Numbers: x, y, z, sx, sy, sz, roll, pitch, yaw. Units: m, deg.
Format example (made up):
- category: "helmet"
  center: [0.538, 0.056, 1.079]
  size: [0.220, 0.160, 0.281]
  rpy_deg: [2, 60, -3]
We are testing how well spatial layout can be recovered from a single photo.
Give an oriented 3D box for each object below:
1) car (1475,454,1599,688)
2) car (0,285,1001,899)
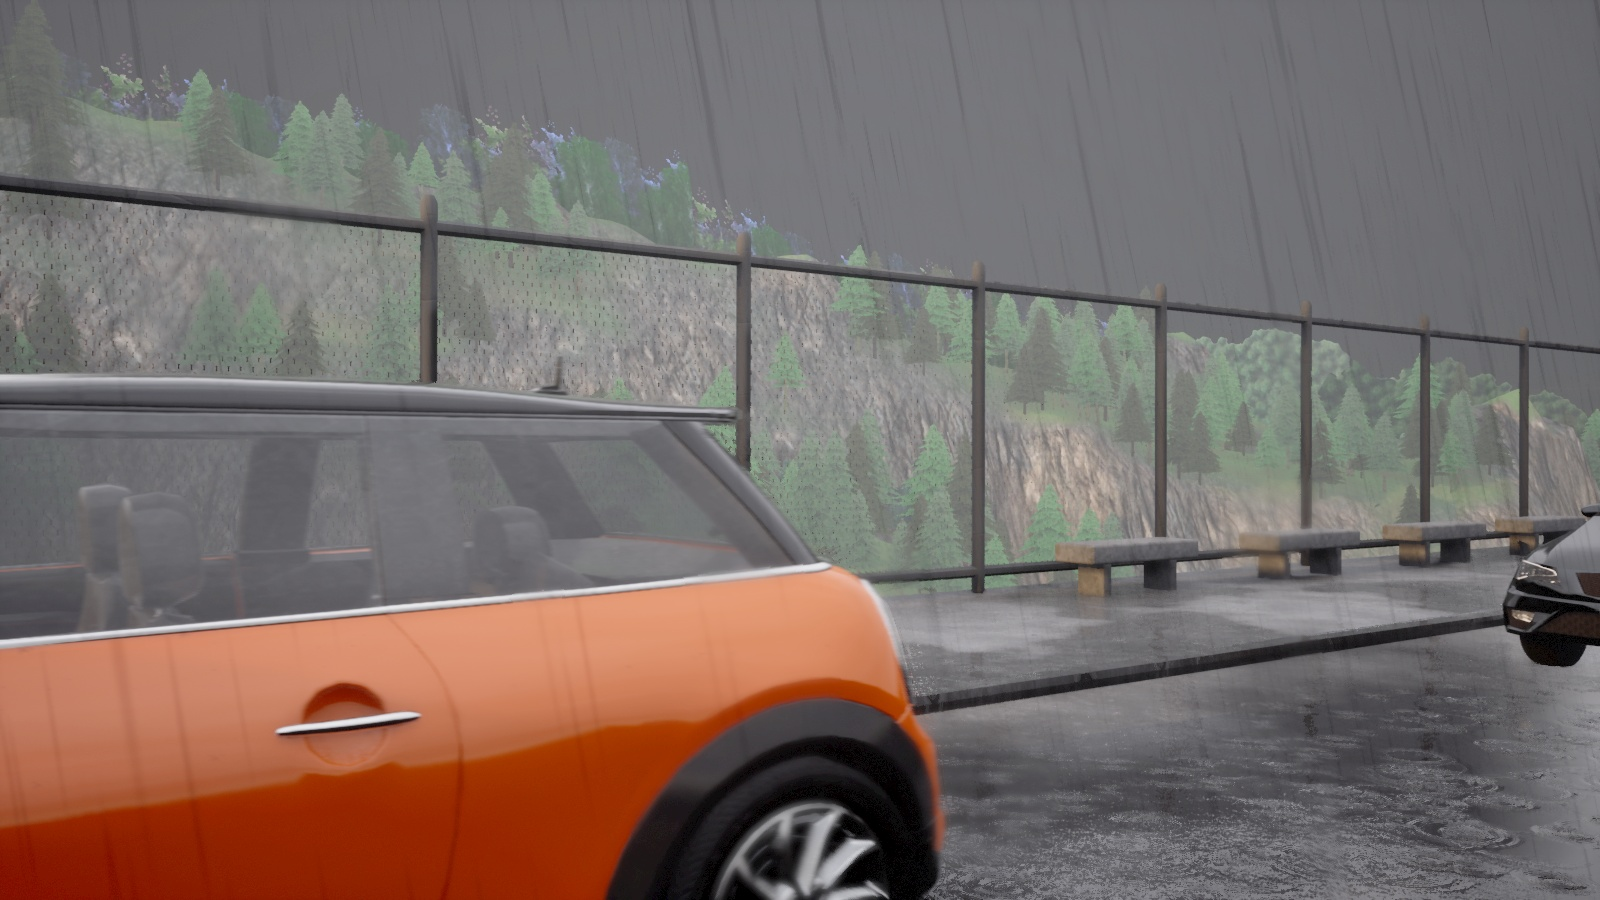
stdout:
- category: "car"
  center: [6.855, 0.766, 9.042]
  size: [4.193, 1.474, 1.816]
  rpy_deg: [0, 0, -35]
- category: "car"
  center: [-1.931, 0.614, 2.924]
  size: [4.553, 1.767, 2.097]
  rpy_deg: [0, 0, -35]
